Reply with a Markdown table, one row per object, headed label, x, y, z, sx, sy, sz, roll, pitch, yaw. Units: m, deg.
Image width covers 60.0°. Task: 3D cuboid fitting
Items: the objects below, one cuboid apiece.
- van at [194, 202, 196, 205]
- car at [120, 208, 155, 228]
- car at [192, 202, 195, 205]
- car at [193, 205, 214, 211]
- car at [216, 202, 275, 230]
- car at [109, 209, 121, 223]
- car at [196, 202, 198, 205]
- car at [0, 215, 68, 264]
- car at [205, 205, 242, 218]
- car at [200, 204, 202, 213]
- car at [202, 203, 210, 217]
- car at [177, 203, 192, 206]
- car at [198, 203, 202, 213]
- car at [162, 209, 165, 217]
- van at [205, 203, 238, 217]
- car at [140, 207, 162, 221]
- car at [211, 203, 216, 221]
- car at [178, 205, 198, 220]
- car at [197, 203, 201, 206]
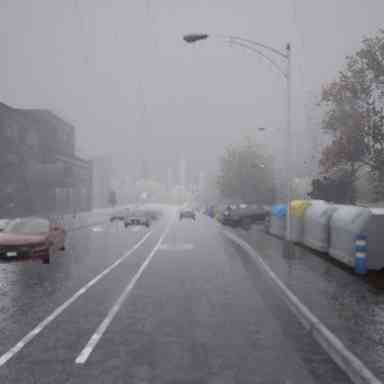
| label | x | y | z | sx | sy | sz | roll | pitch | yaw |
| --- | --- | --- | --- | --- | --- | --- | --- | --- | --- |
| van | 3.465 | 3.414 | 73.721 | 4.442 | 1.987 | 1.878 | 1 | -2 | -23 |
| car | -4.501 | 2.268 | 28.158 | 1.994 | 1.385 | 4.181 | 0 | -2 | -2 |
| car | 3.183 | 3.718 | 76.630 | 5.008 | 1.535 | 2.097 | 1 | -2 | -24 |
| car | 2.808 | 3.916 | 82.556 | 4.674 | 1.452 | 2.002 | 1 | -2 | -24 |
| car | 5.124 | 1.870 | 26.309 | 5.566 | 2.045 | 2.435 | 2 | -2 | -22 |
| car | -7.569 | 2.528 | 36.022 | 2.033 | 1.411 | 5.357 | 0 | -2 | -2 |
| car | 3.762 | 3.258 | 64.757 | 4.553 | 1.767 | 2.185 | 1 | -2 | -23 |
| car | -5.896 | 1.648 | 12.380 | 1.882 | 1.535 | 5.008 | 0 | -2 | -12 |
| car | 4.444 | 2.707 | 46.995 | 4.553 | 1.767 | 2.185 | 2 | -2 | -22 |
| car | 4.245 | 3.053 | 52.911 | 4.792 | 1.488 | 2.163 | 1 | -2 | -22 |
| car | 4.642 | 2.384 | 41.087 | 5.566 | 2.045 | 2.435 | 2 | -2 | -22 |
| car | -1.635 | 3.451 | 67.325 | 1.882 | 1.535 | 5.008 | 0 | -2 | -3 |
| car | 4.295 | 3.117 | 55.929 | 5.366 | 1.575 | 1.946 | 2 | -2 | -22 |
| car | -5.194 | 2.953 | 49.406 | 1.812 | 1.442 | 4.674 | 0 | -2 | -2 |
| van | 4.423 | 2.705 | 49.996 | 4.442 | 1.987 | 1.878 | 1 | -2 | -22 |
| car | -4.836 | 2.661 | 38.345 | 1.895 | 1.301 | 4.718 | 0 | -2 | -2 |
| car | 4.980 | 1.972 | 29.232 | 5.566 | 2.045 | 2.435 | 2 | -2 | -22 |
| car | -0.620 | 2.706 | 41.956 | 1.812 | 1.442 | 4.674 | 0 | -2 | -2 |
| car | 3.918 | 3.297 | 61.796 | 4.892 | 1.521 | 2.231 | 1 | -2 | -22 |
